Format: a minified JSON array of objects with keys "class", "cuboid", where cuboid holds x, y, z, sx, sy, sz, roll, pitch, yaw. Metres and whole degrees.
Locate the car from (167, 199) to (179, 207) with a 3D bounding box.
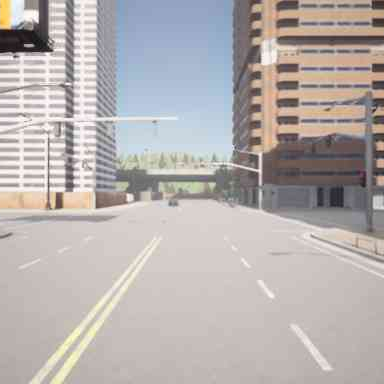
[{"class":"car","cuboid":[-3.526,2.027,62.632,1.994,1.385,4.181,0,0,1]}]
